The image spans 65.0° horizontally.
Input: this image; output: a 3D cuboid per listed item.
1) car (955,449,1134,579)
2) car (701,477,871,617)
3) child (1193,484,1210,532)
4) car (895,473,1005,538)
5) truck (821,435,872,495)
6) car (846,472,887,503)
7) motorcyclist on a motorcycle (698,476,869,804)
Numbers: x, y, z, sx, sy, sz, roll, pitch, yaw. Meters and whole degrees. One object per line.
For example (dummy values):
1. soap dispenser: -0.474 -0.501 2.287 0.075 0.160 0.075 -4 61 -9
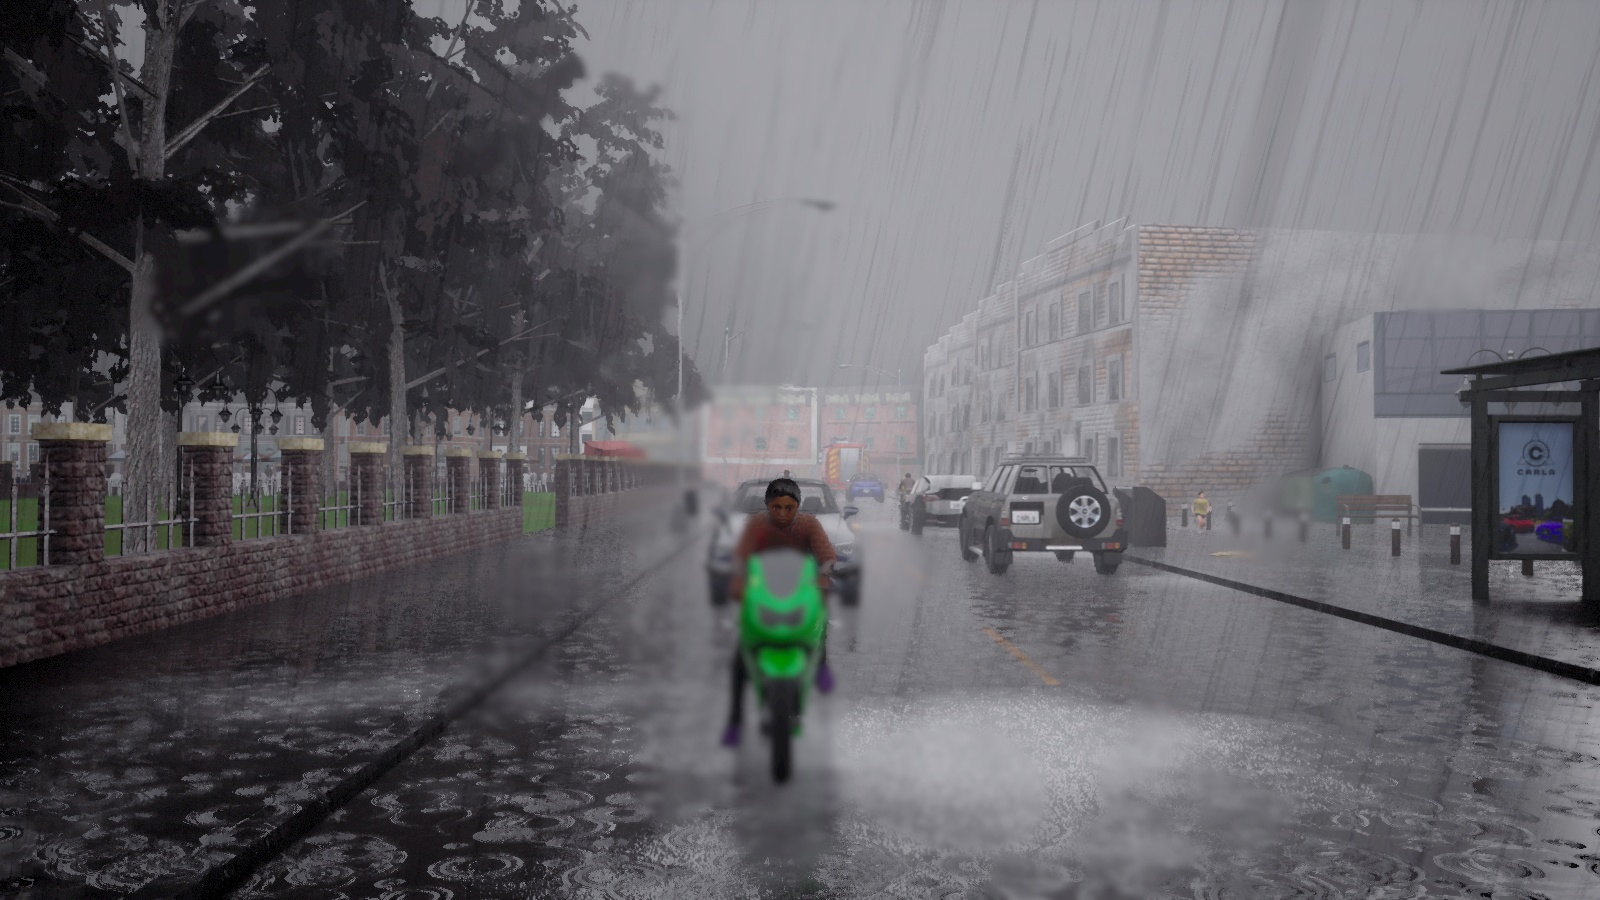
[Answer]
1. car: 3.783 0.956 20.283 1.932 1.855 4.605 0 -1 -1
2. car: -0.171 1.090 15.593 1.816 1.474 4.193 0 -1 -1
3. child: 9.456 1.362 29.585 0.255 1.110 0.394 0 -1 -2
4. car: 3.673 1.329 31.623 2.163 1.488 4.792 0 -1 -1
5. truck: 3.033 1.053 84.451 2.891 3.827 8.468 0 -1 -2
6. car: 3.326 1.882 63.717 1.816 1.474 4.193 0 -1 -1
7. motorcyclist on a motorcycle: -0.087 0.913 6.920 0.797 1.523 2.044 0 -1 -1
